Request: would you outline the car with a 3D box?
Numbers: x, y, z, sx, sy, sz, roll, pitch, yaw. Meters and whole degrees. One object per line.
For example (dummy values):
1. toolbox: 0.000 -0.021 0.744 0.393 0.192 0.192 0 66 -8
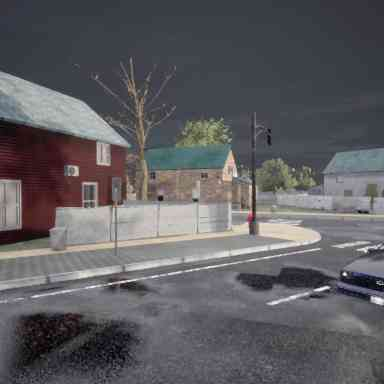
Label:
1. car: 5.491 1.546 7.464 5.357 1.411 2.033 0 0 -35
